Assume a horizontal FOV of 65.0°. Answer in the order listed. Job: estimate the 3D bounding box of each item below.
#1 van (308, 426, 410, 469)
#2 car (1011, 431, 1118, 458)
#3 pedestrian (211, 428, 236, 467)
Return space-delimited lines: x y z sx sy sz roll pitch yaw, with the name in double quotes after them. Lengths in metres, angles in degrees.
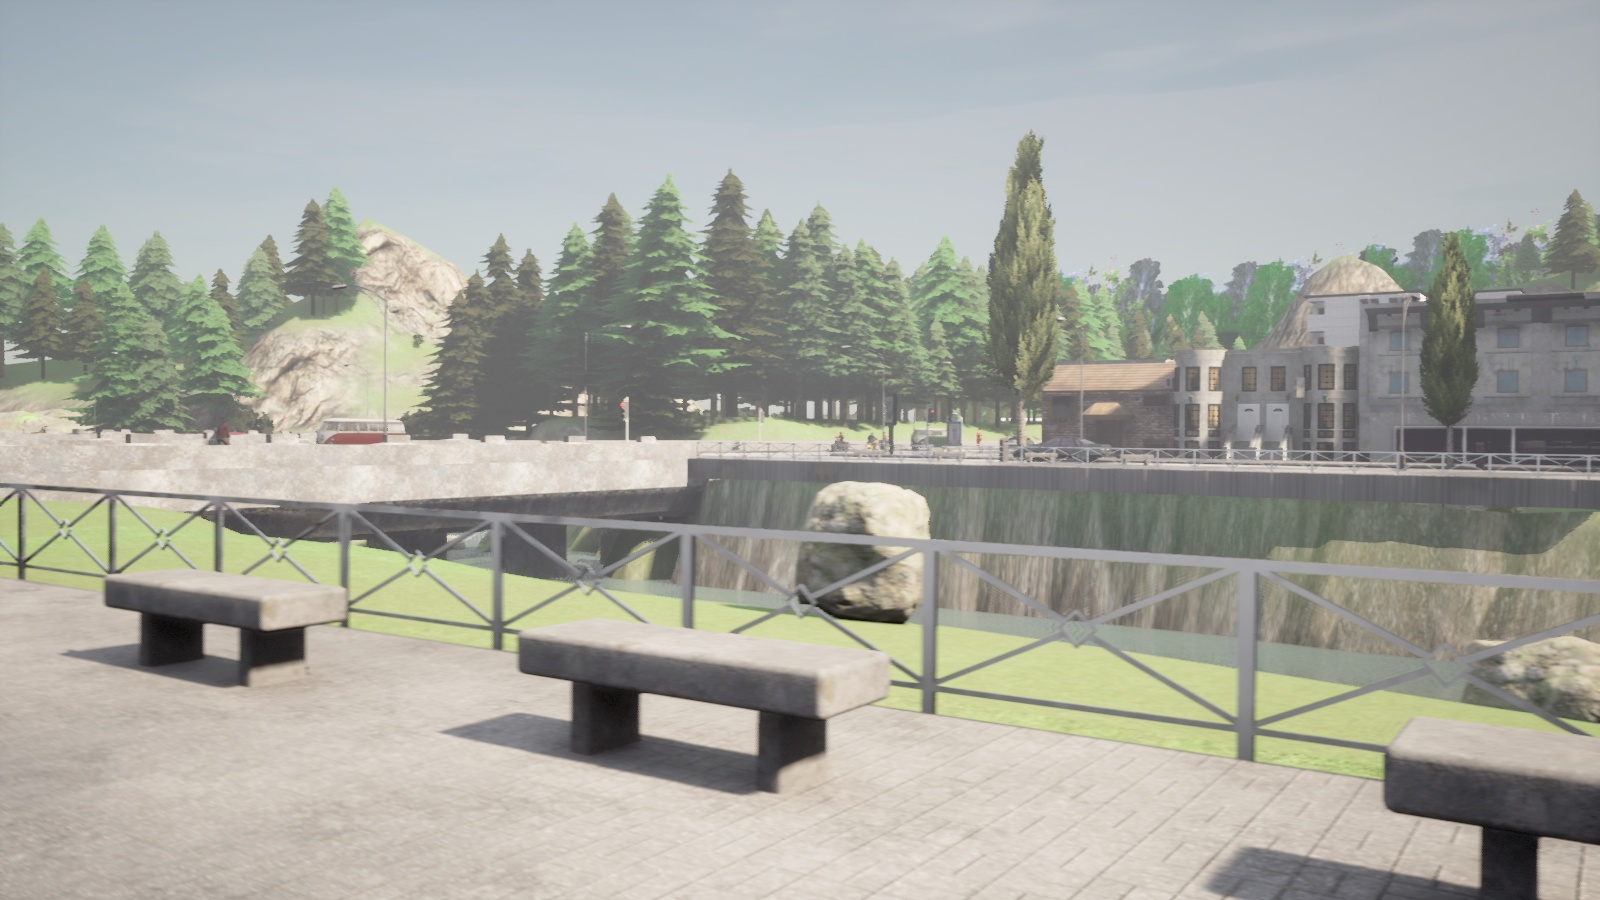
-21.170 -0.149 60.473 1.775 1.987 4.442 0 1 34 "van"
14.440 -0.289 68.636 5.357 1.411 2.033 0 1 34 "car"
-27.583 -0.129 60.112 0.634 1.844 0.899 0 1 19 "pedestrian"
